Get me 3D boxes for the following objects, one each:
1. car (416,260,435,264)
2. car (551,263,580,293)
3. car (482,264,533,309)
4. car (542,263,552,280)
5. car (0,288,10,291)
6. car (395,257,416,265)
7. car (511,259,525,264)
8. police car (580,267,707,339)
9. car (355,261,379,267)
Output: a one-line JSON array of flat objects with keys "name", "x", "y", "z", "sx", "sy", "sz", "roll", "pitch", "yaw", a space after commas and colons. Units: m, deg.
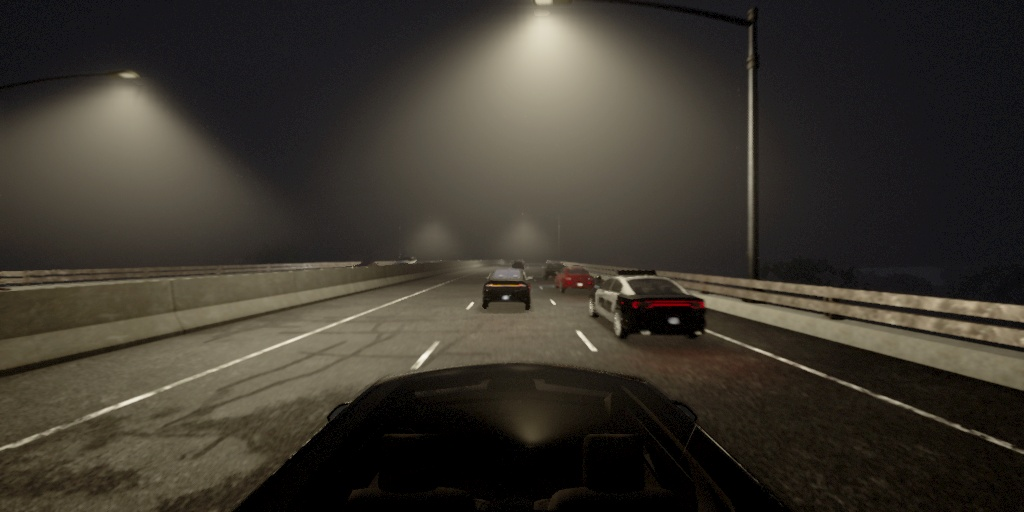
[{"name": "car", "x": -13.157, "y": 1.542, "z": 56.539, "sx": 1.895, "sy": 1.301, "sz": 4.718, "roll": 0, "pitch": 0, "yaw": 2}, {"name": "car", "x": 3.600, "y": 1.332, "z": 21.153, "sx": 1.812, "sy": 1.442, "sz": 4.674, "roll": 0, "pitch": 0, "yaw": 1}, {"name": "car", "x": -0.149, "y": 1.278, "z": 15.205, "sx": 2.128, "sy": 1.511, "sz": 4.902, "roll": 0, "pitch": 0, "yaw": 2}, {"name": "car", "x": 3.755, "y": 1.323, "z": 32.076, "sx": 1.882, "sy": 1.535, "sz": 5.008, "roll": 0, "pitch": 0, "yaw": 1}, {"name": "car", "x": -14.081, "y": 1.321, "z": 8.344, "sx": 1.994, "sy": 1.385, "sz": 4.181, "roll": 0, "pitch": 0, "yaw": 0}, {"name": "car", "x": -16.648, "y": 1.146, "z": 56.830, "sx": 2.150, "sy": 2.045, "sz": 5.566, "roll": 0, "pitch": 0, "yaw": 2}, {"name": "car", "x": 0.882, "y": 1.460, "z": 56.290, "sx": 1.837, "sy": 1.490, "sz": 4.892, "roll": 0, "pitch": 0, "yaw": 2}, {"name": "police car", "x": 3.516, "y": 1.200, "z": 10.341, "sx": 1.930, "sy": 1.638, "sz": 5.238, "roll": 0, "pitch": 0, "yaw": 0}, {"name": "car", "x": -20.375, "y": 1.432, "z": 50.531, "sx": 1.812, "sy": 1.442, "sz": 4.674, "roll": 0, "pitch": 0, "yaw": 2}]
